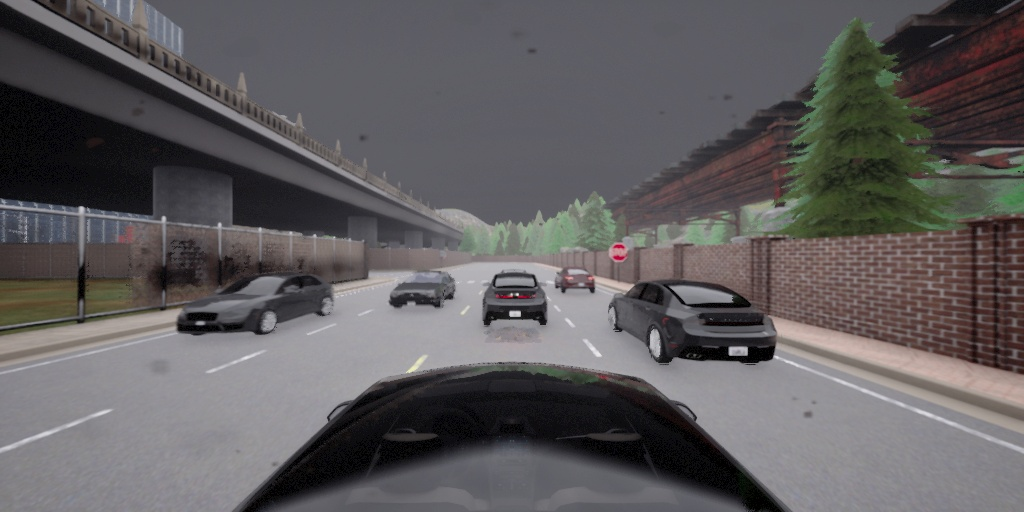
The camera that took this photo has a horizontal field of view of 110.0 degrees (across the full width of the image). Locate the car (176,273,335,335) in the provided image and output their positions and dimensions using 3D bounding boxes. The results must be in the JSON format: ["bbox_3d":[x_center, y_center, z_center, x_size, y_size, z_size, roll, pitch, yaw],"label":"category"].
[{"bbox_3d":[-7.086,1.279,10.588,1.837,1.490,4.892,0,0,0],"label":"car"}]

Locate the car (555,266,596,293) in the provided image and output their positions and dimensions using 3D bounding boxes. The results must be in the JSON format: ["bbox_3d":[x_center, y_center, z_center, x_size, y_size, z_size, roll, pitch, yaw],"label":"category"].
[{"bbox_3d":[3.629,1.330,21.029,1.812,1.442,4.674,0,0,0],"label":"car"}]

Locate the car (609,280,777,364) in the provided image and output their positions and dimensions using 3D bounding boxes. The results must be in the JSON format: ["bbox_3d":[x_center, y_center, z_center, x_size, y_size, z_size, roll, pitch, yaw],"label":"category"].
[{"bbox_3d":[3.599,1.273,8.113,1.837,1.490,4.892,0,0,0],"label":"car"}]

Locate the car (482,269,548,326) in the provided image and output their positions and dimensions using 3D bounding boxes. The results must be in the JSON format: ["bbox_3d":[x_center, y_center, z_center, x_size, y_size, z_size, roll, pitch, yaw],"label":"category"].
[{"bbox_3d":[0.092,1.281,11.706,1.837,1.490,4.892,0,-1,0],"label":"car"}]

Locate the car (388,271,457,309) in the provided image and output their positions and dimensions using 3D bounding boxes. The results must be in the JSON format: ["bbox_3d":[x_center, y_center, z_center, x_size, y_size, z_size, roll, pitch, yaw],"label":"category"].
[{"bbox_3d":[-3.571,1.336,15.423,2.033,1.411,5.357,0,0,0],"label":"car"}]
